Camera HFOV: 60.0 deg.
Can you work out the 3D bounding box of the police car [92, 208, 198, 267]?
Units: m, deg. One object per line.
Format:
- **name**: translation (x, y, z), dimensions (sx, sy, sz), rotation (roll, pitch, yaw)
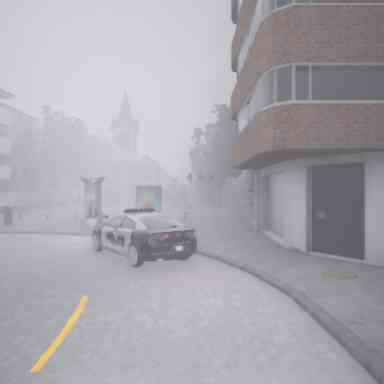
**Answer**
- **police car**: translation (-1.889, 1.363, 11.460), dimensions (1.930, 1.638, 5.238), rotation (0, 0, -37)
